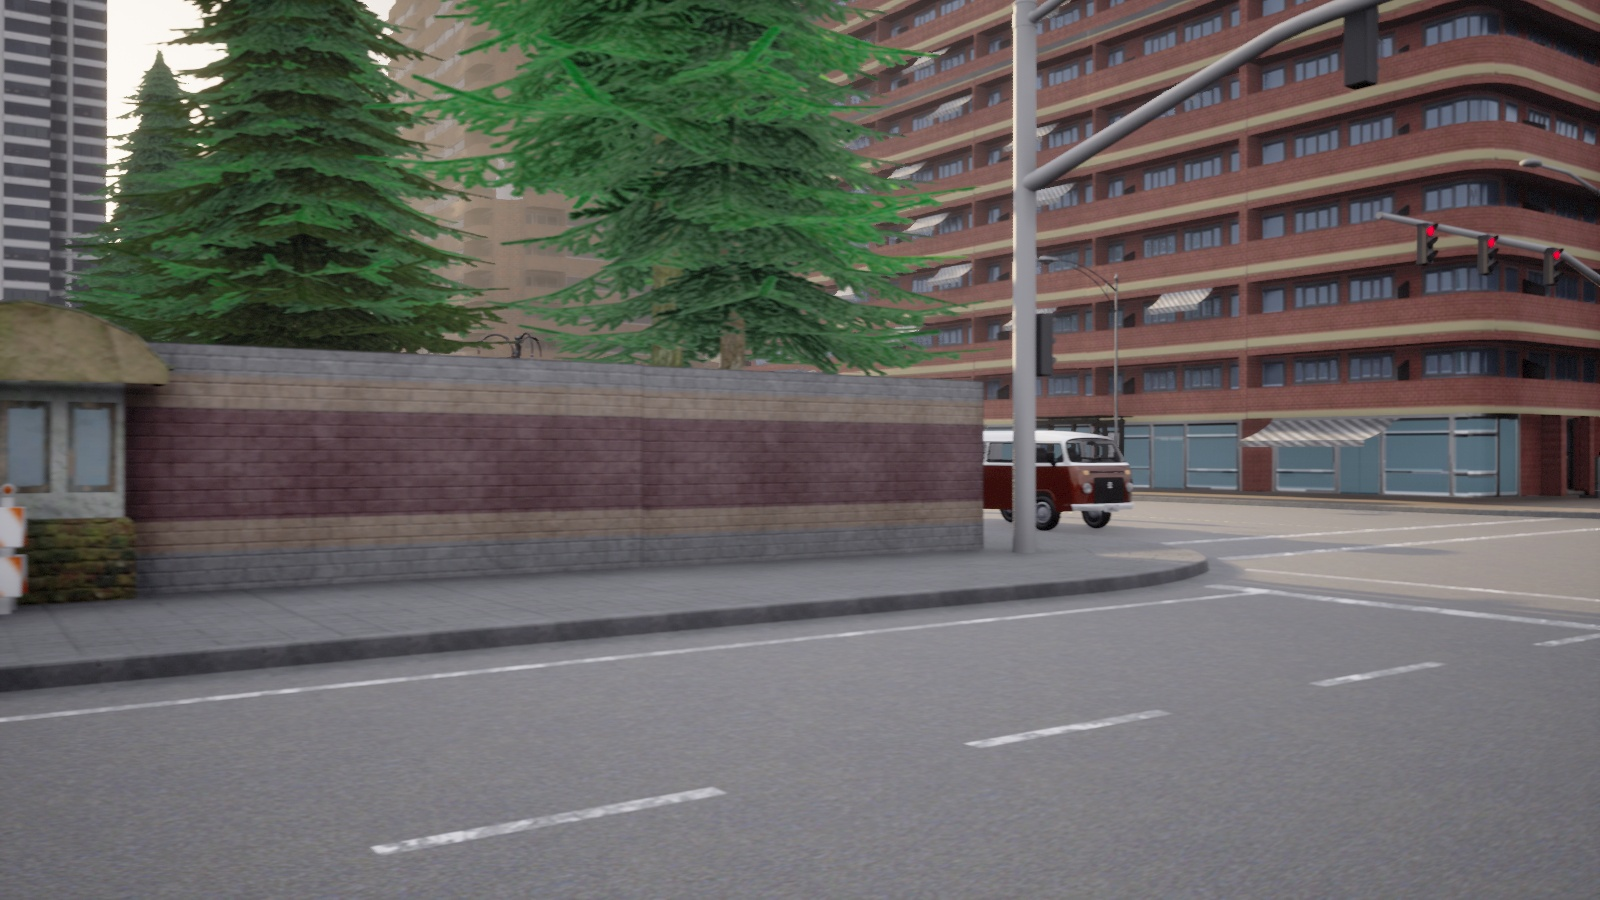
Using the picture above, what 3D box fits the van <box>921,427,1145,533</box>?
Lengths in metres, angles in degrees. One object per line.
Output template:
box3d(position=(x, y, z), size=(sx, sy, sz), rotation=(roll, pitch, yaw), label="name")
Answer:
box3d(position=(4.799, 0.578, 26.486), size=(2.069, 2.038, 4.480), rotation=(0, 0, -34), label="van")
